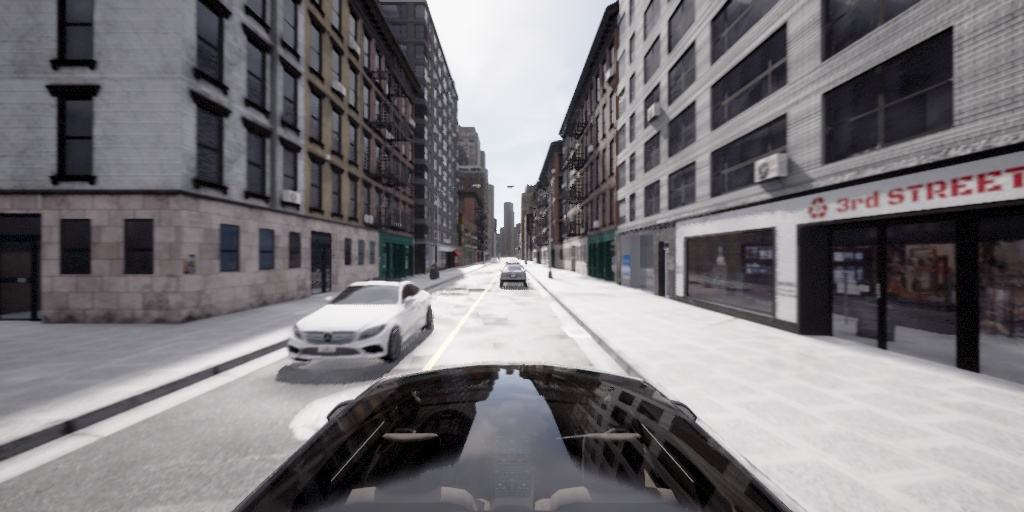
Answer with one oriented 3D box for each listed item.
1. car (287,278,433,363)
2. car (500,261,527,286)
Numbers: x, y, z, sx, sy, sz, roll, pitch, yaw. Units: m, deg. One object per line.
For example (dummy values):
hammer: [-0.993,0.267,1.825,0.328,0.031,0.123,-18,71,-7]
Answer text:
car: [-3.094,1.278,8.328,1.812,1.442,4.674,0,0,0]
car: [0.093,1.305,25.239,2.033,1.411,5.357,0,0,0]
